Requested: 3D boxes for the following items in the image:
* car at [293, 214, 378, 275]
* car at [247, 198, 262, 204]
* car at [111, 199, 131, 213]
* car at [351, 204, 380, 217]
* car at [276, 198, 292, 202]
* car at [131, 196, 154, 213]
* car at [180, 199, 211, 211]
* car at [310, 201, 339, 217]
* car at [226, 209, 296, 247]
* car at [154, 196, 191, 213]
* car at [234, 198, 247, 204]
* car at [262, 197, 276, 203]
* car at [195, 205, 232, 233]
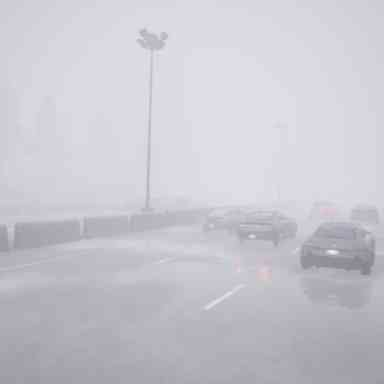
[{"bbox_3d":[4.969,1.685,11.143,1.994,1.385,4.181,0,-1,30],"label":"car"},{"bbox_3d":[15.369,2.158,78.888,1.895,1.301,4.718,0,0,30],"label":"car"},{"bbox_3d":[-8.630,1.749,44.167,2.097,1.767,4.553,0,0,30],"label":"car"},{"bbox_3d":[14.140,1.694,27.183,1.882,1.535,5.008,0,0,30],"label":"car"},{"bbox_3d":[21.253,2.047,75.079,2.128,1.511,4.902,0,0,30],"label":"car"},{"bbox_3d":[-4.981,1.603,43.507,2.150,2.045,5.566,0,0,30],"label":"car"},{"bbox_3d":[0.911,1.865,39.704,1.812,1.442,4.674,0,0,30],"label":"car"},{"bbox_3d":[12.655,1.603,31.639,2.097,1.767,4.553,0,0,30],"label":"car"},{"bbox_3d":[3.720,1.655,16.009,2.128,1.511,4.902,0,-1,30],"label":"car"},{"bbox_3d":[-1.943,1.583,41.768,2.150,2.045,5.566,0,0,30],"label":"car"},{"bbox_3d":[11.710,2.177,79.541,1.895,1.301,4.718,0,0,30],"label":"car"},{"bbox_3d":[18.422,2.043,77.178,1.837,1.490,4.892,0,0,30],"label":"car"},{"bbox_3d":[2.247,1.727,20.485,1.812,1.442,4.674,0,-1,30],"label":"car"}]
